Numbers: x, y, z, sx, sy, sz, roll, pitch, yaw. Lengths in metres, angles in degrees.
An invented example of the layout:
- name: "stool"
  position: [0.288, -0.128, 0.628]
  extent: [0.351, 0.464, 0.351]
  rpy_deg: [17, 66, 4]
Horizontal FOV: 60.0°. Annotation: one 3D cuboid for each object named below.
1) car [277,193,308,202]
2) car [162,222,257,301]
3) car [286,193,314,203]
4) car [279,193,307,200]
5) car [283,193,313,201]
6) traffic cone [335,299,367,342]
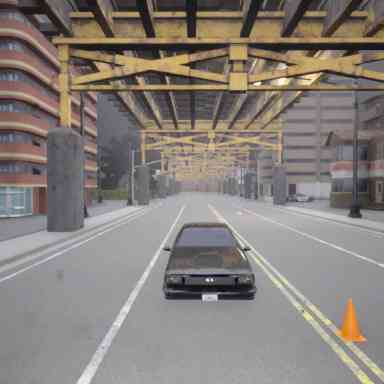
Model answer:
- name: "car"
  position: [17.807, 0.958, 59.020]
  extent: [4.974, 1.542, 2.038]
  rpy_deg: [0, 1, 25]
- name: "car"
  position: [0.361, 1.533, 8.748]
  extent: [2.033, 1.411, 5.357]
  rpy_deg: [0, 0, 1]
- name: "car"
  position: [17.459, 1.005, 54.864]
  extent: [4.974, 1.542, 2.038]
  rpy_deg: [0, 1, -20]
- name: "car"
  position: [17.854, 0.800, 58.997]
  extent: [4.536, 1.218, 1.853]
  rpy_deg: [0, 1, 25]
- name: "car"
  position: [17.508, 0.847, 54.880]
  extent: [4.536, 1.218, 1.853]
  rpy_deg: [0, 1, -20]
- name: "traffic cone"
  position: [2.453, 1.949, 5.141]
  extent: [0.340, 0.580, 0.340]
  rpy_deg: [0, 0, 0]
